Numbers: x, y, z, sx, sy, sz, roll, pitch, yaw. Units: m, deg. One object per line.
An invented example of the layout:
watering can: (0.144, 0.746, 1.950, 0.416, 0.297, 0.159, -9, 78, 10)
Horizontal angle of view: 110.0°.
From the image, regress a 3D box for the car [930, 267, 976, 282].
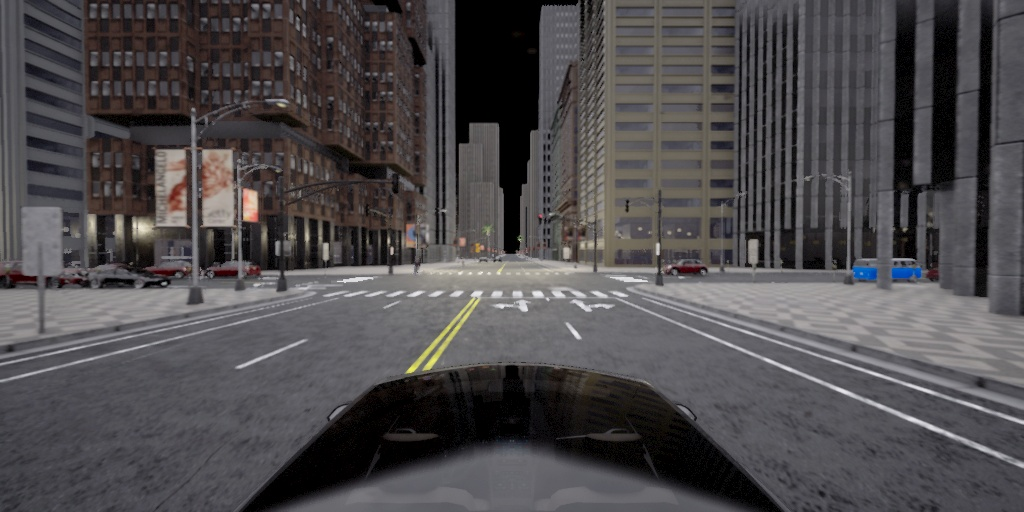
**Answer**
car: (32.952, 1.314, 26.300, 4.207, 1.307, 1.802, 0, 0, 0)

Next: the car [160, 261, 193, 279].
car: (-30.163, 1.183, 31.768, 4.097, 1.591, 1.967, 0, 0, 0)

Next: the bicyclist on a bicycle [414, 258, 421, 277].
bicyclist on a bicycle: (-8.756, 1.075, 32.921, 0.659, 1.776, 1.843, 0, 0, 0)

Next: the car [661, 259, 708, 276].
car: (16.672, 1.058, 34.911, 4.097, 1.591, 1.967, 0, 0, 0)

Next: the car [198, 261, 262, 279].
car: (-24.738, 1.165, 31.773, 4.097, 1.591, 1.967, 0, 0, 0)

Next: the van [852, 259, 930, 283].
van: (27.510, 1.079, 26.329, 3.998, 1.789, 1.690, 0, 0, 0)

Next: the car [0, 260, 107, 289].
car: (-30.159, 1.190, 23.244, 5.009, 1.841, 2.192, 0, 0, 0)

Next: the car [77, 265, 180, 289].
car: (-24.733, 1.423, 23.249, 4.313, 1.339, 1.948, 0, 0, 0)

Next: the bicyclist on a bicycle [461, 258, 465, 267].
bicyclist on a bicycle: (-8.803, 1.110, 64.552, 0.866, 1.612, 1.509, 0, 0, 0)
